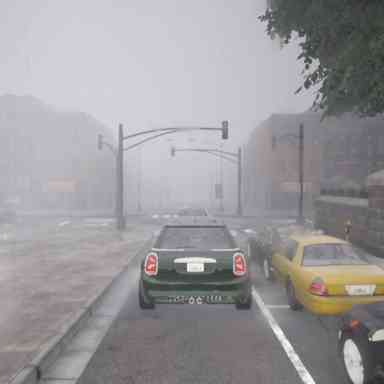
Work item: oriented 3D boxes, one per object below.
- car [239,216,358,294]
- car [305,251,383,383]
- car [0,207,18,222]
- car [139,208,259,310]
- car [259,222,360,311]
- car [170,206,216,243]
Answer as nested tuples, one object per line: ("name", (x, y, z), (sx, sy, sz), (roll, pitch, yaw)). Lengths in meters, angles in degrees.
("car", (2.665, 1.546, 9.579), (2.008, 1.369, 4.403), (-1, 0, 0))
("car", (2.625, 1.549, 2.443), (2.008, 1.369, 4.403), (-1, 0, 0))
("car", (-14.725, 1.420, 23.080), (4.892, 1.490, 1.837), (1, 1, 0))
("car", (0.077, 1.347, 7.986), (2.097, 1.767, 4.553), (0, 0, 0))
("car", (2.685, 1.521, 7.605), (1.752, 1.417, 4.829), (-1, 0, 0))
("car", (0.036, 1.550, 17.420), (2.033, 1.411, 5.357), (0, 0, 0))
